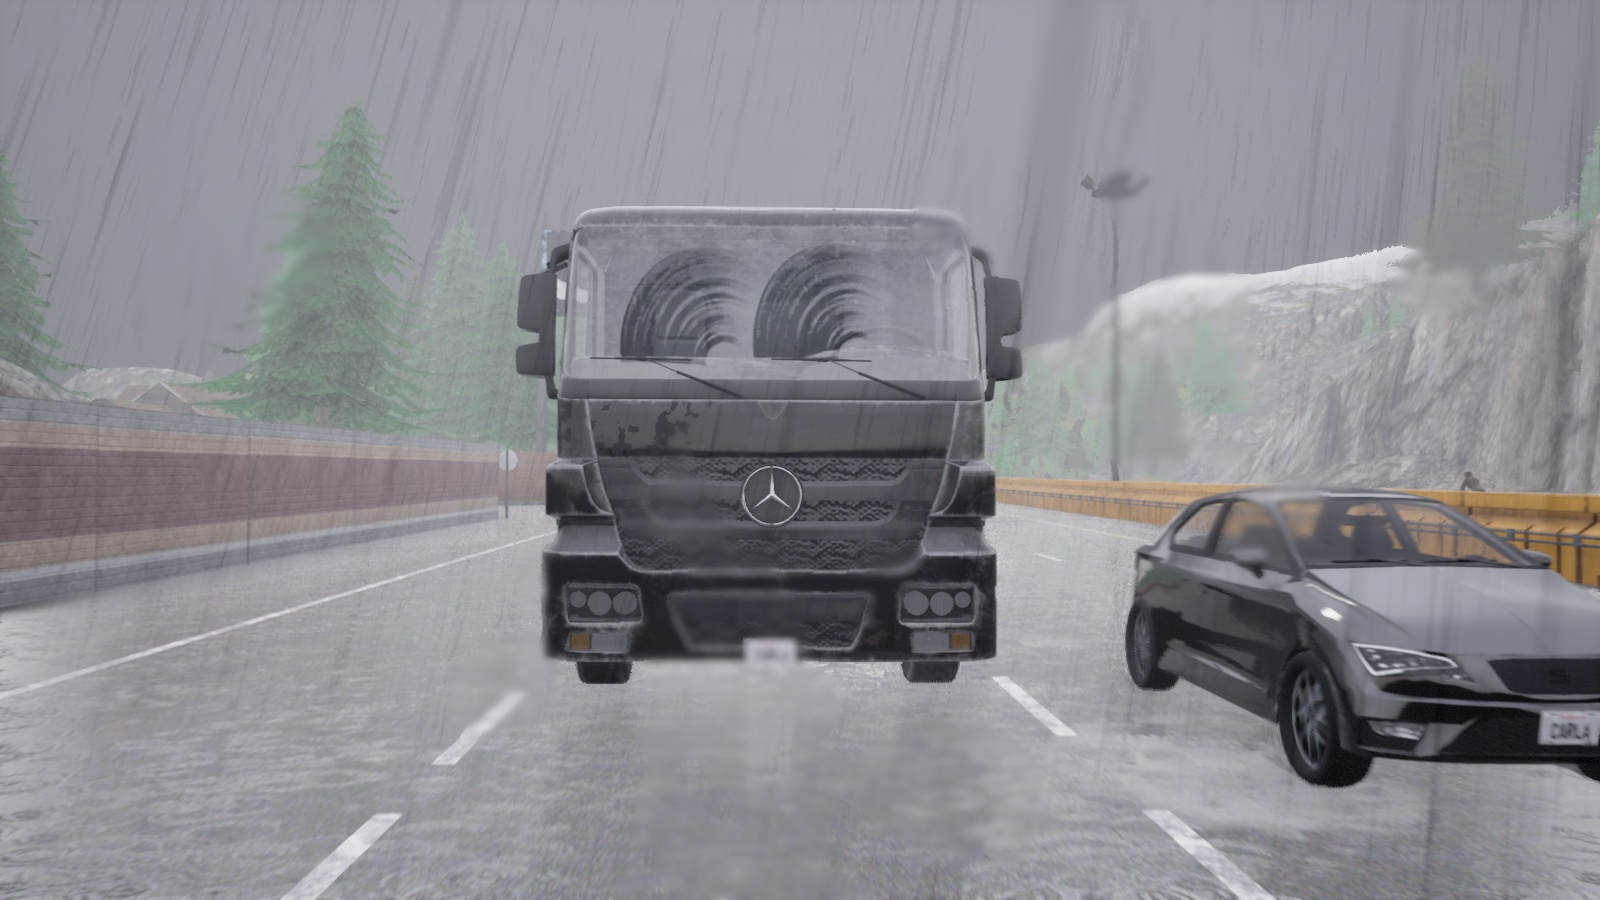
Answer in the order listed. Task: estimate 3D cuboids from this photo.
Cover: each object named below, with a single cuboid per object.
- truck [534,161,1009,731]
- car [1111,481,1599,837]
[{"bbox_3d":[-0.306,0.029,11.645,2.891,3.462,7.936,0,-1,-2],"label":"truck"},{"bbox_3d":[3.342,0.939,7.471,1.816,1.474,4.193,0,-1,-2],"label":"car"}]
